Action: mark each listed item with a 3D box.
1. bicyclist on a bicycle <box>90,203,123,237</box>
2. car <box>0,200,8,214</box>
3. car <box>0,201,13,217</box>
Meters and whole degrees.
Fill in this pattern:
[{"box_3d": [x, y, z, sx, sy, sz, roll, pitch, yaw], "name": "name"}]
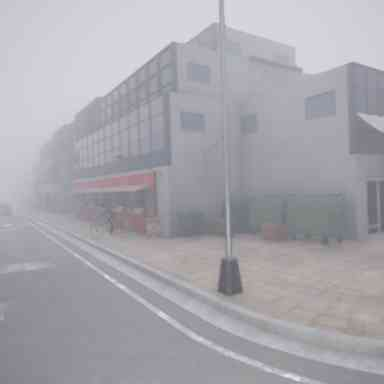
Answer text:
[{"box_3d": [-4.120, 1.334, 16.068, 1.656, 1.620, 0.582, -2, 1, -31], "name": "bicyclist on a bicycle"}, {"box_3d": [-25.363, 1.944, 43.668, 1.882, 1.535, 5.008, -2, 1, -31], "name": "car"}, {"box_3d": [-19.750, 1.860, 34.481, 2.128, 1.511, 4.902, -2, 1, -31], "name": "car"}]
